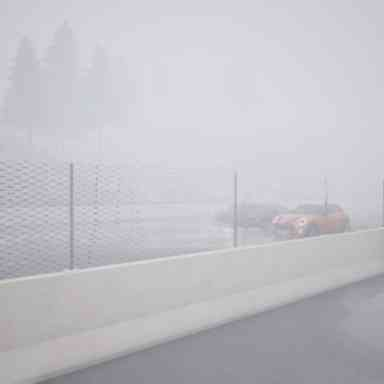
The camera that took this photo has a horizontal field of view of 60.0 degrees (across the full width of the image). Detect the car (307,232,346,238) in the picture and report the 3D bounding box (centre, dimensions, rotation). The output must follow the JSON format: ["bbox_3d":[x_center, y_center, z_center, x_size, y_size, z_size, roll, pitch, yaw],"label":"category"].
[{"bbox_3d":[6.207,1.374,17.252,4.553,1.767,2.097,0,0,-36],"label":"car"}]
